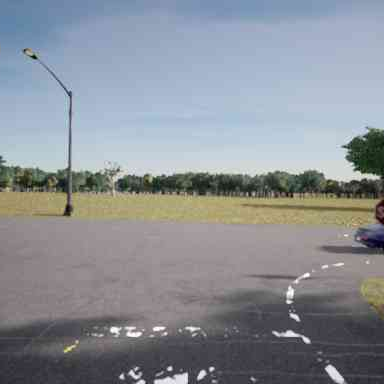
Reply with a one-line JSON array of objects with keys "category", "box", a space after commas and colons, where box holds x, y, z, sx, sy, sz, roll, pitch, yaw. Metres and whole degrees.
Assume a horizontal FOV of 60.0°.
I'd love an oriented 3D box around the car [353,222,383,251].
[{"category": "car", "box": [9.803, 2.018, 14.997, 4.674, 1.442, 1.812, 2, 1, 0]}]
